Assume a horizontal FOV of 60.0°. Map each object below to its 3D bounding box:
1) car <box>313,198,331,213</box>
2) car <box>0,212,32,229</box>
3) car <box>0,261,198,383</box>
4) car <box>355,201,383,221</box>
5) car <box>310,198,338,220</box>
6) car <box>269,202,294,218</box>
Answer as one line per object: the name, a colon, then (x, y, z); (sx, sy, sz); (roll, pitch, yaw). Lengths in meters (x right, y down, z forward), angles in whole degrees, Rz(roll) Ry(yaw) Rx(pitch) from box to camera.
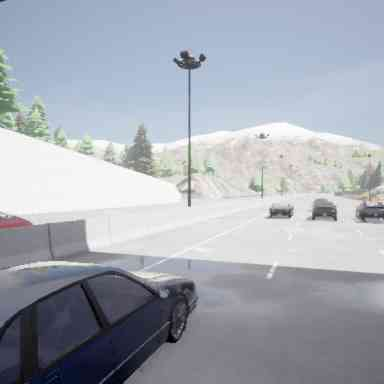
car: (15.134, 1.505, 38.910); (1.837, 1.490, 4.892); (0, 0, 20)
car: (-9.045, 1.564, 14.458); (1.994, 1.385, 4.181); (0, 0, 20)
car: (-1.601, 1.547, 3.738); (2.033, 1.411, 5.357); (0, 0, 20)
car: (14.330, 1.490, 26.640); (2.128, 1.511, 4.902); (0, 0, 20)
car: (11.074, 1.504, 27.927); (1.837, 1.490, 4.892); (0, 0, 20)
car: (8.302, 1.601, 30.520); (1.895, 1.301, 4.718); (0, 0, 20)
